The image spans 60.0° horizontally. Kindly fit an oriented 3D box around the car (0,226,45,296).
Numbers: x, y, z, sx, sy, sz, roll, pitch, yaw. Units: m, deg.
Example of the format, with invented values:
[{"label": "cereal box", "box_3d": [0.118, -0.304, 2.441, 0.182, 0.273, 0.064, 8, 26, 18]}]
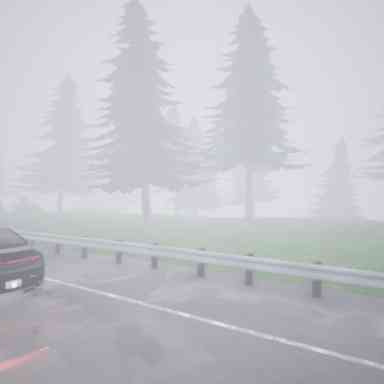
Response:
[{"label": "car", "box_3d": [-5.406, 1.530, 7.792, 4.892, 1.490, 1.837, 0, 0, 35]}]
